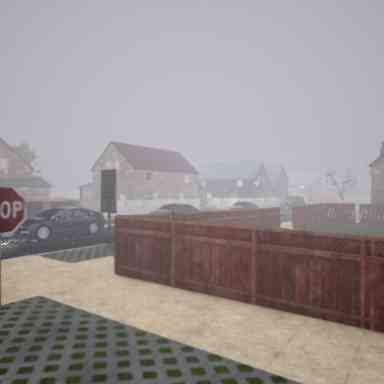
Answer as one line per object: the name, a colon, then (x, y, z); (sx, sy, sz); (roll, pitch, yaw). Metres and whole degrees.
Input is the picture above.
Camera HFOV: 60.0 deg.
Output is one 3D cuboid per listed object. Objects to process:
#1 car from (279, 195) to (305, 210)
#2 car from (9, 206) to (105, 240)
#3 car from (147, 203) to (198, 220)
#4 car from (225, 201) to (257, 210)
car: (14.139, 1.477, 46.687); (2.150, 2.045, 5.566); (0, 0, 35)
car: (-6.830, 1.528, 17.304); (1.837, 1.490, 4.892); (0, 0, 35)
car: (-1.384, 1.585, 24.976); (1.837, 1.490, 4.892); (0, 0, 36)
car: (5.133, 1.678, 34.158); (1.812, 1.442, 4.674); (0, 0, 35)
